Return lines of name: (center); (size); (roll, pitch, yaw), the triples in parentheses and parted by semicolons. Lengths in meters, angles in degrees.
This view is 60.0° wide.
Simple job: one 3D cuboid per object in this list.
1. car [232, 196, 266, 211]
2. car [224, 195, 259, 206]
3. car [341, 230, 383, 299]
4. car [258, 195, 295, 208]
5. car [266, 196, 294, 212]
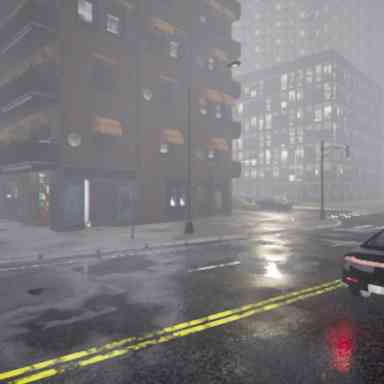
car: (5.037, 1.275, 35.616); (4.829, 1.417, 1.752); (1, 0, 44)
car: (6.767, 1.206, 45.708); (4.313, 1.339, 1.947); (1, 0, 44)
car: (5.222, 1.517, 7.328); (4.902, 1.511, 2.128); (0, 0, -37)
car: (10.681, 1.166, 42.050); (4.097, 1.590, 1.967); (1, 0, 44)
car: (8.618, 1.347, 35.864); (4.181, 1.385, 1.994); (1, 1, 44)
